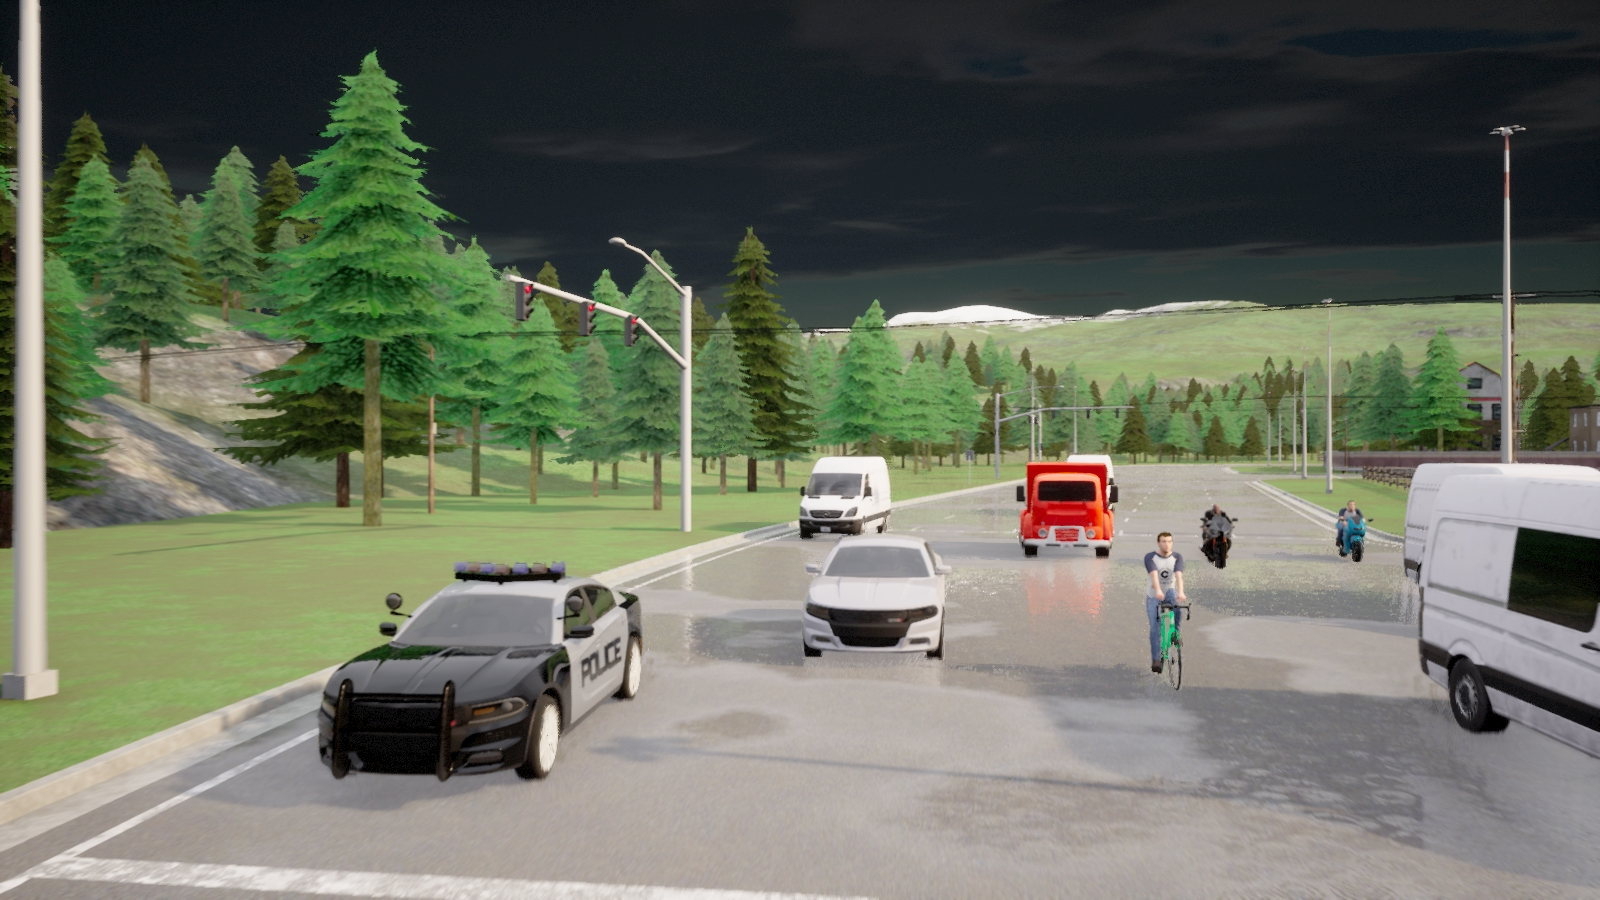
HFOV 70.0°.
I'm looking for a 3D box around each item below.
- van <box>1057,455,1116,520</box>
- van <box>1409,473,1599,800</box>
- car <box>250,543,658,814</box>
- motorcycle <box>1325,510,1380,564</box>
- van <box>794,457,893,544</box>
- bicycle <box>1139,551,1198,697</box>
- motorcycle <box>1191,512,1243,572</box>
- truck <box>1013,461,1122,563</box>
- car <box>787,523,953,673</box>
[{"bbox_3d":[12.307,1.503,48.791,1.988,2.561,5.915,0,0,19],"label":"van"},{"bbox_3d":[7.458,1.529,9.563,1.988,2.561,5.915,0,0,5],"label":"van"},{"bbox_3d":[-3.017,1.973,11.453,2.097,1.638,5.238,0,0,5],"label":"car"},{"bbox_3d":[13.900,2.169,28.812,0.803,1.199,2.033,0,0,13],"label":"motorcycle"},{"bbox_3d":[1.522,1.510,37.158,1.988,2.561,5.915,0,0,15],"label":"van"},{"bbox_3d":[4.434,2.047,13.810,0.373,1.496,1.643,0,0,7],"label":"bicycle"},{"bbox_3d":[10.018,2.188,27.535,0.867,1.251,2.209,0,0,12],"label":"motorcycle"},{"bbox_3d":[7.176,1.550,30.806,2.627,2.467,5.204,0,0,13],"label":"truck"},{"bbox_3d":[1.200,2.022,16.965,2.097,1.535,5.006,0,0,7],"label":"car"}]
